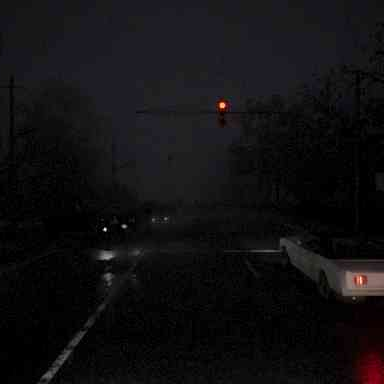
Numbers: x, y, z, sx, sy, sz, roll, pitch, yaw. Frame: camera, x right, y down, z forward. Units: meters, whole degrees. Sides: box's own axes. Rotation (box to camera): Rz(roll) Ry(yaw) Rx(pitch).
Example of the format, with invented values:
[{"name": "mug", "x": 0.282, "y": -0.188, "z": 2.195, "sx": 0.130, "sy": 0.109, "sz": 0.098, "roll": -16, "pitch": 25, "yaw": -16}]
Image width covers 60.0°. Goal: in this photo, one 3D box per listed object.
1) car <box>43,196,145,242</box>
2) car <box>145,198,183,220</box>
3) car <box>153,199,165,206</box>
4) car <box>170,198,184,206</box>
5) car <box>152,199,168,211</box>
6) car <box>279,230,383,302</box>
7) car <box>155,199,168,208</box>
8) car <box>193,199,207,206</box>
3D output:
[{"name": "car", "x": -5.243, "y": 1.227, "z": 16.726, "sx": 5.566, "sy": 2.045, "sz": 2.150, "roll": 0, "pitch": -1, "yaw": 37}, {"name": "car", "x": -3.330, "y": 1.477, "z": 27.207, "sx": 5.008, "sy": 1.535, "sz": 1.882, "roll": 0, "pitch": 1, "yaw": -45}, {"name": "car", "x": -6.460, "y": 2.013, "z": 64.065, "sx": 1.994, "sy": 1.385, "sz": 4.181, "roll": 0, "pitch": -1, "yaw": -11}, {"name": "car", "x": -2.997, "y": 1.951, "z": 65.227, "sx": 2.128, "sy": 1.511, "sz": 4.902, "roll": 0, "pitch": -1, "yaw": -11}, {"name": "car", "x": -4.075, "y": 1.596, "z": 42.810, "sx": 1.812, "sy": 1.442, "sz": 4.674, "roll": 0, "pitch": -1, "yaw": -3}, {"name": "car", "x": 3.589, "y": 1.601, "z": 8.196, "sx": 1.895, "sy": 1.301, "sz": 4.718, "roll": 0, "pitch": 0, "yaw": 0}, {"name": "car", "x": -4.838, "y": 1.771, "z": 52.702, "sx": 1.994, "sy": 1.385, "sz": 4.181, "roll": 0, "pitch": -1, "yaw": -7}, {"name": "car", "x": 1.463, "y": 1.889, "z": 60.426, "sx": 2.033, "sy": 1.411, "sz": 5.357, "roll": 0, "pitch": -1, "yaw": -9}]
